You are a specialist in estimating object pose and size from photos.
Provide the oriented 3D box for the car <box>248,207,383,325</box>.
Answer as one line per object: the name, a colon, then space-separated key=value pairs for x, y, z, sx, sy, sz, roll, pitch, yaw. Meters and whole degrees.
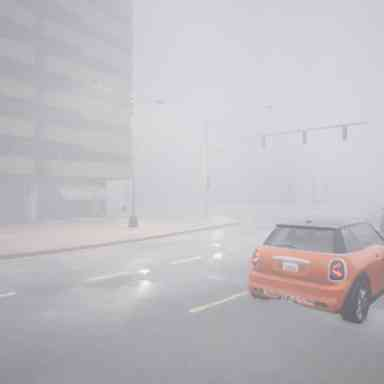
car: x=3.231 y=1.344 z=7.472 sx=2.097 sy=1.767 sz=4.553 roll=0 pitch=0 yaw=44
